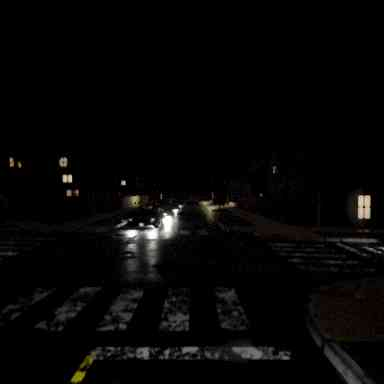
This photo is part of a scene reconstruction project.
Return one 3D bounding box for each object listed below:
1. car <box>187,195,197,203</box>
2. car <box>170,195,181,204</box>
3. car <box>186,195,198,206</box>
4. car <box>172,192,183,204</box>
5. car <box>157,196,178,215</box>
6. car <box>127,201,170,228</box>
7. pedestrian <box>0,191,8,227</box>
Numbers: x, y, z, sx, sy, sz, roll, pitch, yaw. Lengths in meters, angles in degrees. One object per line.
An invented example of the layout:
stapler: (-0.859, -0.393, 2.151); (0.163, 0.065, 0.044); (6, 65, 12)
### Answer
car: (-0.059, 1.426, 66.221); (1.882, 1.535, 5.008); (0, 0, 0)
car: (-2.877, 1.498, 45.154); (1.812, 1.442, 4.674); (0, 0, 0)
car: (0.050, 1.524, 55.426); (1.994, 1.385, 4.181); (0, 0, 0)
car: (-2.806, 1.088, 60.595); (2.150, 2.045, 5.566); (0, 0, 0)
car: (-2.877, 1.474, 33.863); (2.128, 1.511, 4.902); (0, 0, 0)
car: (-2.927, 1.537, 22.186); (2.033, 1.411, 5.357); (0, 0, 1)
pedestrian: (-9.698, 0.860, 17.023); (0.375, 1.860, 0.375); (0, 0, 1)
